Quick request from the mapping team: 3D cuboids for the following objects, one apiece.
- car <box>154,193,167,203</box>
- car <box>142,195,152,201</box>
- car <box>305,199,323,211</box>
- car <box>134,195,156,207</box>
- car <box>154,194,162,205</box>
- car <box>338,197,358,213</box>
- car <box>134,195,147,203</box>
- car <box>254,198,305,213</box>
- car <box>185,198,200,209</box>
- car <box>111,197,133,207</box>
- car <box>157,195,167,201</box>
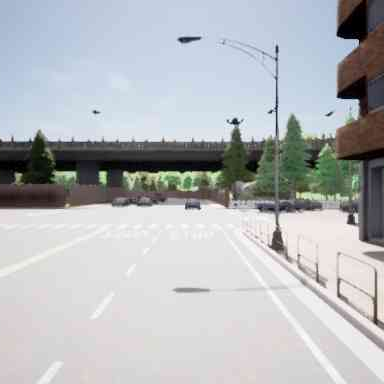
[{"bbox_3d":[-7.014,1.157,69.525,2.150,2.045,5.566,0,0,0],"label":"car"},{"bbox_3d":[-10.533,1.447,78.368,1.812,1.442,4.674,0,0,0],"label":"car"},{"bbox_3d":[12.211,1.454,38.511,5.357,1.411,2.033,0,0,2],"label":"car"},{"bbox_3d":[-7.068,1.514,50.202,1.994,1.385,4.181,0,0,0],"label":"car"},{"bbox_3d":[-7.012,1.489,59.431,2.033,1.411,5.357,0,0,0],"label":"car"},{"bbox_3d":[17.788,1.263,34.709,4.553,1.767,2.097,0,0,6],"label":"car"},{"bbox_3d":[-10.514,1.458,68.042,1.812,1.442,4.674,0,0,0],"label":"car"},{"bbox_3d":[9.033,1.511,35.162,4.718,1.301,1.895,0,0,1],"label":"car"},{"bbox_3d":[0.089,1.503,44.045,1.994,1.385,4.181,0,-1,0],"label":"car"},{"bbox_3d":[-10.566,1.477,49.591,1.812,1.442,4.674,0,0,0],"label":"car"},{"bbox_3d":[-7.043,1.474,79.369,1.994,1.385,4.181,0,0,0],"label":"car"}]
